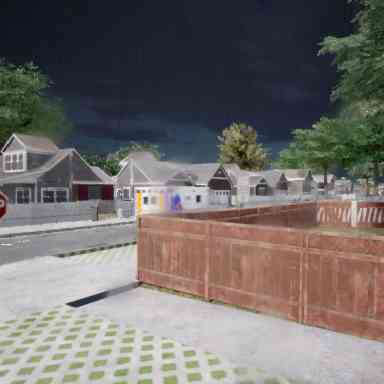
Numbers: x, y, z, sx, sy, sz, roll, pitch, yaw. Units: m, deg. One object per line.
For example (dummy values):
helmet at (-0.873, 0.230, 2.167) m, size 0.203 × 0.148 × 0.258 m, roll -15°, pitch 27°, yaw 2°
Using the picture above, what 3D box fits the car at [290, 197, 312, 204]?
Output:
car at (15.156, 1.413, 46.050) m, size 1.994 × 1.385 × 4.181 m, roll 0°, pitch 0°, yaw 36°

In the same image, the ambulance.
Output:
ambulance at (-0.502, 0.950, 19.729) m, size 2.351 × 2.431 × 6.366 m, roll 0°, pitch 0°, yaw 36°
